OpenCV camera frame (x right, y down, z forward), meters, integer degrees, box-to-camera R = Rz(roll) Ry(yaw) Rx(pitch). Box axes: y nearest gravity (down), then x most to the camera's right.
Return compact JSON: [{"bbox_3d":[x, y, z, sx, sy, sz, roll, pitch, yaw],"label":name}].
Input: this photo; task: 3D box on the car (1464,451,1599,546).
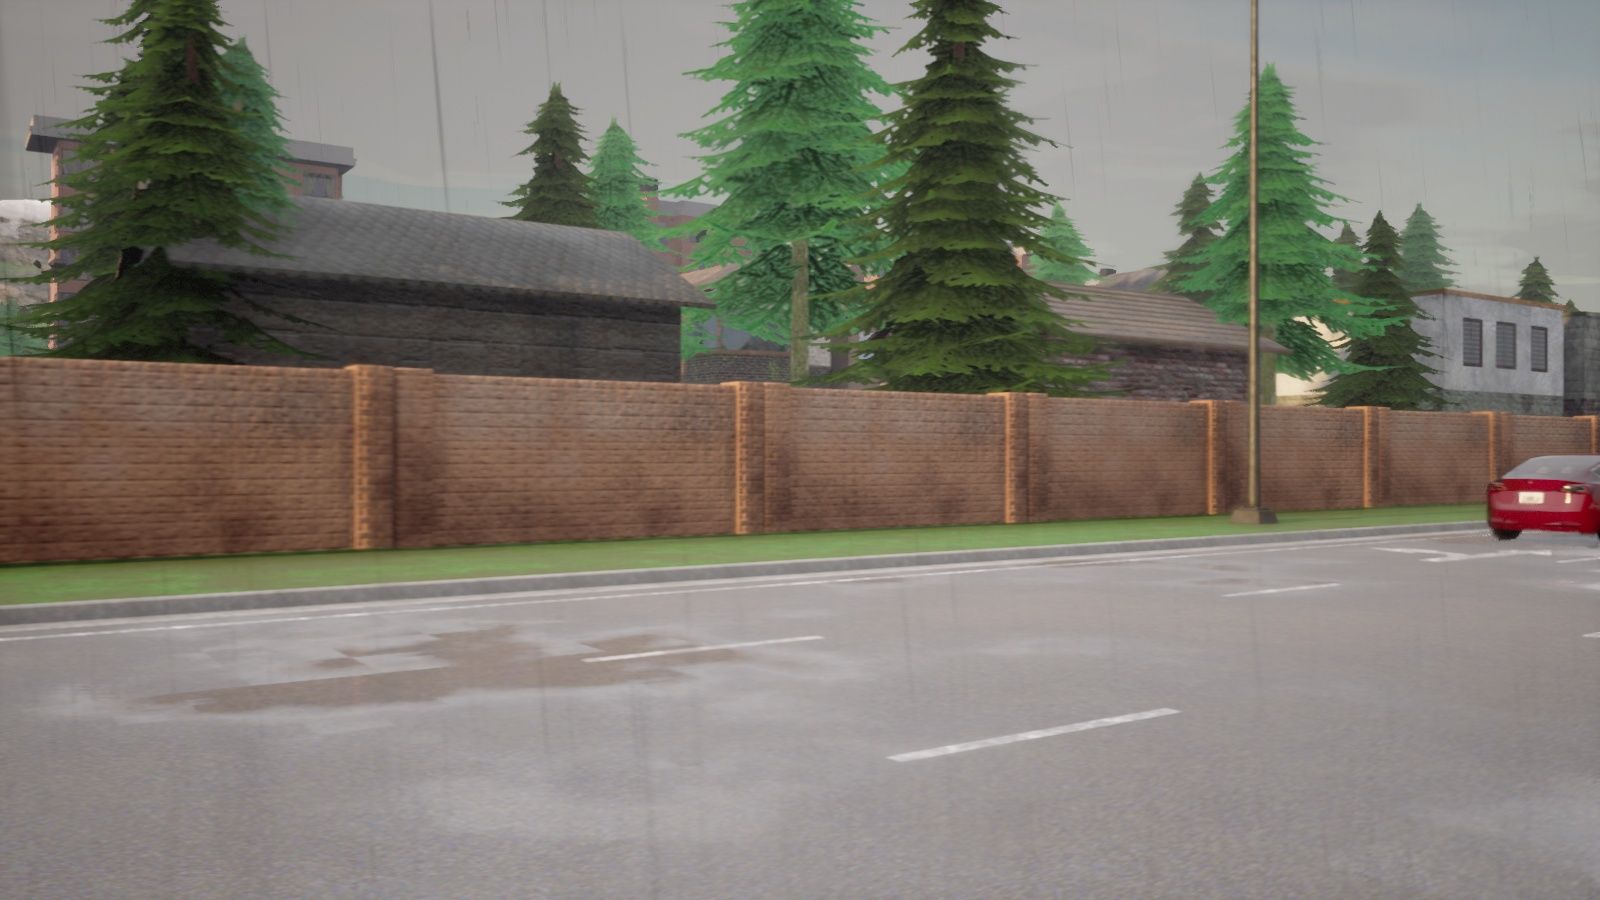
[{"bbox_3d":[13.899,0.766,21.863,4.792,1.488,2.163,0,0,-35],"label":"car"}]
